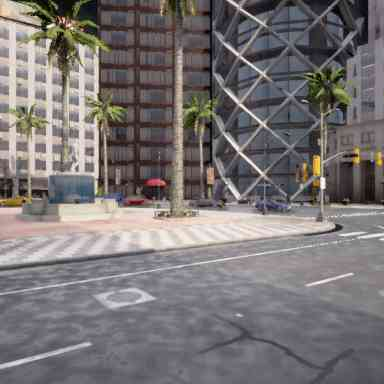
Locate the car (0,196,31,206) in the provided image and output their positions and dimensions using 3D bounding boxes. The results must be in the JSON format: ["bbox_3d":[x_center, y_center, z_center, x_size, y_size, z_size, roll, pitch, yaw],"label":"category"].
[{"bbox_3d":[-28.766,1.478,54.459,5.008,1.535,1.882,0,0,-14],"label":"car"}]

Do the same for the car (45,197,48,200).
[{"bbox_3d":[-25.587,1.601,58.827,4.718,1.301,1.895,0,0,-10],"label":"car"}]

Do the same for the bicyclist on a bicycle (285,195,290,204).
[{"bbox_3d":[15.718,1.301,54.602,0.582,1.620,1.656,0,0,42],"label":"bicyclist on a bicycle"}]

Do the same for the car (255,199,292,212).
[{"bbox_3d":[9.625,1.526,39.480,1.812,1.442,4.674,0,0,-39],"label":"car"}]

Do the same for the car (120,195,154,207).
[{"bbox_3d":[-8.171,1.351,51.152,4.553,1.767,2.097,0,0,13],"label":"car"}]

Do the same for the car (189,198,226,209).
[{"bbox_3d":[2.108,1.547,46.680,5.357,1.411,2.033,0,0,33],"label":"car"}]

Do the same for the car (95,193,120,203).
[{"bbox_3d":[-15.297,1.221,59.402,5.566,2.045,2.150,0,0,3],"label":"car"}]
